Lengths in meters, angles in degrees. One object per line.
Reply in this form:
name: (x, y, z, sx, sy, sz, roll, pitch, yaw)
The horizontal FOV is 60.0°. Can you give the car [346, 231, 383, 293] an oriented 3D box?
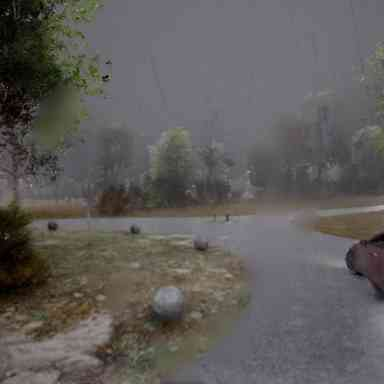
car: (4.912, 1.542, 7.348, 1.812, 1.442, 4.674, 0, 0, 12)
